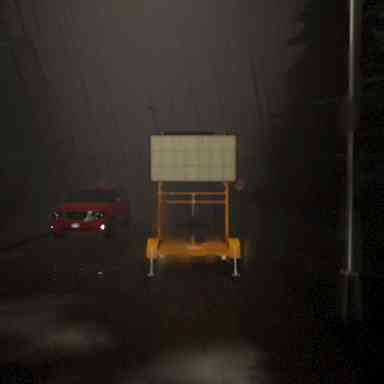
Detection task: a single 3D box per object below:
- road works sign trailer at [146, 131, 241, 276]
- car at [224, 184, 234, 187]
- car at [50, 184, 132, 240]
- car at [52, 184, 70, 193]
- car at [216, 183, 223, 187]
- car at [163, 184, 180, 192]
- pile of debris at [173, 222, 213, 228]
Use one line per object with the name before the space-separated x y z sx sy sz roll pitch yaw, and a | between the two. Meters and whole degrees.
road works sign trailer | 0.037 0.144 9.212 2.380 3.560 2.880 0 2 0
car | 11.327 -1.667 92.930 1.853 1.218 4.536 1 2 30
car | -4.055 0.731 14.330 2.150 2.045 5.566 0 2 0
car | -23.771 -0.641 60.463 1.845 1.501 3.633 0 2 0
car | 8.556 -1.765 93.323 3.633 1.501 1.845 0 2 11
car | -3.588 -0.679 59.513 2.097 1.767 4.553 1 2 12
pile of debris | 0.048 1.606 16.266 1.860 0.140 1.500 0 2 0
